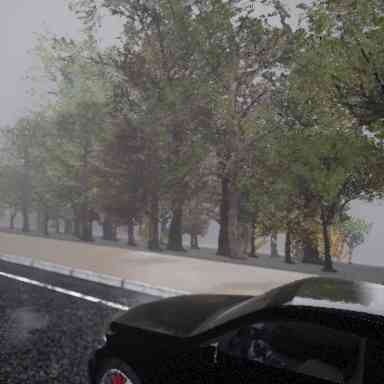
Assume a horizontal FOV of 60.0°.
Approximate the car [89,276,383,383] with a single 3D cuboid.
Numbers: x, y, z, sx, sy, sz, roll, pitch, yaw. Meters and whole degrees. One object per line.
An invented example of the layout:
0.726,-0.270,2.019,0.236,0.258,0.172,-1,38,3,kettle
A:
1.107,1.529,2.895,4.674,1.442,1.812,0,0,36,car
